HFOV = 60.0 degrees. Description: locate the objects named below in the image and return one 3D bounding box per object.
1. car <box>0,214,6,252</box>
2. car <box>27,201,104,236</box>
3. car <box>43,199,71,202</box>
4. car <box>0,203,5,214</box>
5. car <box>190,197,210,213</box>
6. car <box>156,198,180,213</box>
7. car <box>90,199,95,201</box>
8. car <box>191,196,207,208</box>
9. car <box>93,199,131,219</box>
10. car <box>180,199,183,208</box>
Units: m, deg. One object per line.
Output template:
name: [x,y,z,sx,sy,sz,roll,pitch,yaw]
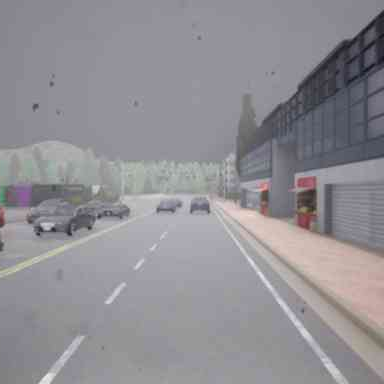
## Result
car: [-6.983,1.528,8.366,2.033,1.411,5.357,0,0,1]
car: [-6.755,1.455,18.111,2.128,1.511,4.902,0,0,2]
car: [-10.116,1.302,24.349,2.097,1.767,4.553,0,0,2]
car: [-10.360,1.190,14.220,2.150,2.045,5.566,0,0,2]
car: [0.846,1.286,35.693,2.097,1.767,4.553,0,0,1]
car: [-2.736,1.496,36.260,1.994,1.385,4.181,0,0,1]
car: [-9.826,1.479,34.620,2.033,1.411,5.357,0,0,2]
car: [1.051,1.406,47.259,2.128,1.511,4.902,0,0,2]
car: [-6.503,1.509,28.062,1.994,1.385,4.181,0,0,2]
car: [-2.438,1.475,47.737,1.994,1.385,4.181,0,0,2]
